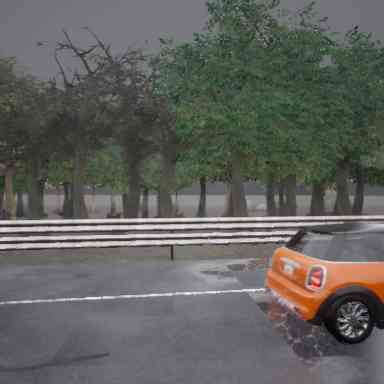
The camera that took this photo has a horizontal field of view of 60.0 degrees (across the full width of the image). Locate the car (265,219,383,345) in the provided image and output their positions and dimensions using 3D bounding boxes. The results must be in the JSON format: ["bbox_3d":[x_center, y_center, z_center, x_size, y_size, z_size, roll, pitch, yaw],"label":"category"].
[{"bbox_3d":[3.768,1.356,6.119,4.553,1.767,2.097,0,0,-9],"label":"car"}]
